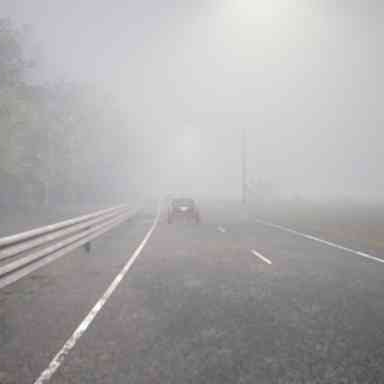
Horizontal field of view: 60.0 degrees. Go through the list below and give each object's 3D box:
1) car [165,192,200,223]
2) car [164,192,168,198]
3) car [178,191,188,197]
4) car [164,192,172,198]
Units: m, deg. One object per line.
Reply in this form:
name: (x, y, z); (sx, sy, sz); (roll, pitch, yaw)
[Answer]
car: (-0.663, 1.105, 23.188); (2.097, 1.767, 4.553); (0, 1, -4)
car: (-3.564, 0.891, 57.159); (1.837, 1.490, 4.892); (0, 0, -5)
car: (-2.293, 0.467, 80.910); (2.128, 1.511, 4.902); (0, 1, -5)
car: (-5.850, 0.641, 81.412); (1.812, 1.442, 4.674); (0, 1, -5)
